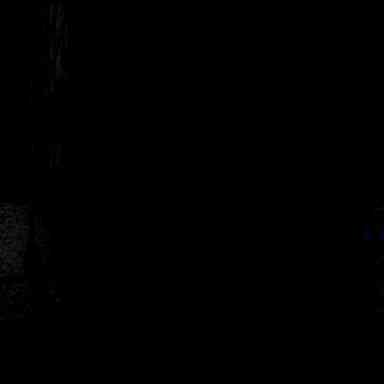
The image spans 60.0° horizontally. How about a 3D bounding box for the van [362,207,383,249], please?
[{"bbox_3d":[8.995,1.522,14.075,3.998,1.788,1.690,0,-1,-28],"label":"van"}]
